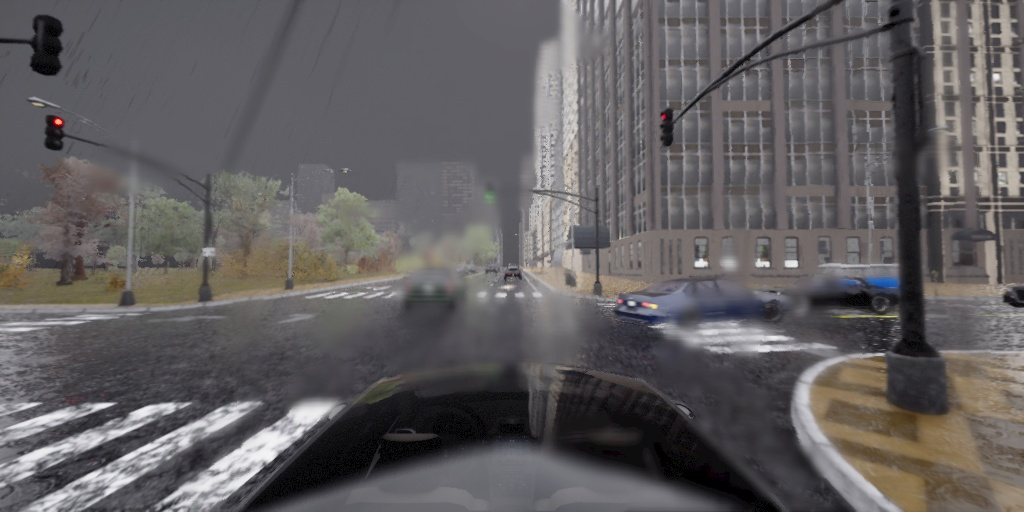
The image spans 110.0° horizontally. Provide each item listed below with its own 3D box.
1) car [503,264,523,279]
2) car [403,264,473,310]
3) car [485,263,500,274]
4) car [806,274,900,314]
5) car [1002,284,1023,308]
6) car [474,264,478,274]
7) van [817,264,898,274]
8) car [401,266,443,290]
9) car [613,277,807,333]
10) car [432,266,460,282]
[{"bbox_3d":[0.098,1.741,39.281,1.837,1.490,4.892,0,-1,0],"label":"car"},{"bbox_3d":[-3.151,1.274,15.726,2.097,1.767,4.553,0,-1,0],"label":"car"},{"bbox_3d":[-3.254,2.017,57.028,1.837,1.490,4.892,0,-1,0],"label":"car"},{"bbox_3d":[11.709,1.446,13.570,4.718,1.301,1.895,0,-2,0],"label":"car"},{"bbox_3d":[21.742,1.359,13.683,4.181,1.385,1.994,0,-2,-1],"label":"car"},{"bbox_3d":[-6.503,2.011,56.684,1.837,1.490,4.892,0,-1,0],"label":"car"},{"bbox_3d":[15.941,1.265,16.195,3.998,1.789,1.690,0,0,-1],"label":"van"},{"bbox_3d":[-6.591,1.541,26.856,1.882,1.535,5.008,0,-1,0],"label":"car"},{"bbox_3d":[5.745,1.342,10.756,5.357,1.411,2.033,-1,-2,-18],"label":"car"},{"bbox_3d":[-6.572,1.754,36.073,1.994,1.385,4.181,0,-1,0],"label":"car"}]
